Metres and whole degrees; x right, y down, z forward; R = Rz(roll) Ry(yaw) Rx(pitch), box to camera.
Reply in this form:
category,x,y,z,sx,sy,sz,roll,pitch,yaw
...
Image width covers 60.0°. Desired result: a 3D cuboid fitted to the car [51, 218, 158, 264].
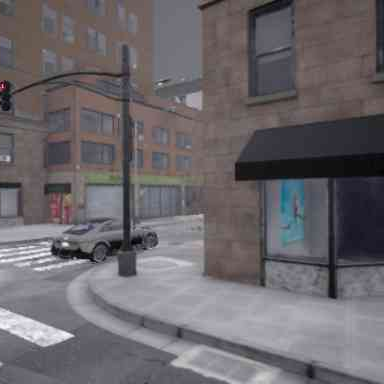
category,x,y,z,sx,sy,sz,roll,pitch,yaw
car,-3.113,1.680,12.548,1.994,1.385,4.181,-1,-1,30
